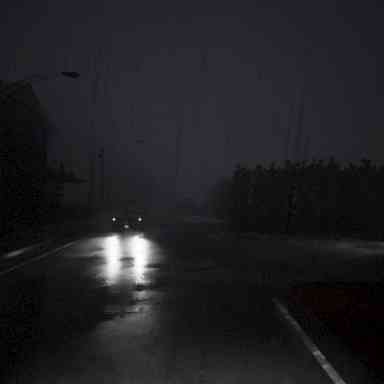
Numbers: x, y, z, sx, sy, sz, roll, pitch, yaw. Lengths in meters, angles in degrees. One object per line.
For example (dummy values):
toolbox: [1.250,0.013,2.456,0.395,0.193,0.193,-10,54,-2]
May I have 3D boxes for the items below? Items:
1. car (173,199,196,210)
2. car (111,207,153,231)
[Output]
car: [-1.003,1.558,42.735,2.033,1.411,5.357,0,0,-18]
car: [-3.628,1.608,20.670,1.895,1.301,4.718,0,0,0]
